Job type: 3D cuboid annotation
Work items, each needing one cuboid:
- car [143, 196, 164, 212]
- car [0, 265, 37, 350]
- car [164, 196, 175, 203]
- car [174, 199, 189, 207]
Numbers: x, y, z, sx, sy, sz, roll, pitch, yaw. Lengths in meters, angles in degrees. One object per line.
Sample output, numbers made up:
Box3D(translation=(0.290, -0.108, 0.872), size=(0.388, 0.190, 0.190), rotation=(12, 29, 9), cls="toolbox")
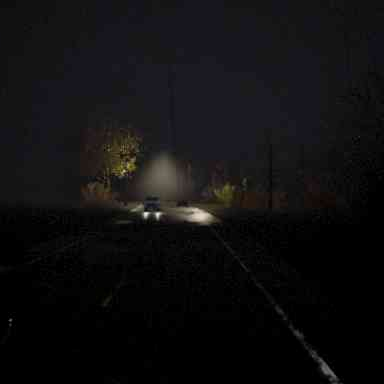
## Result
Box3D(translation=(-5.321, 1.577, 45.177), size=(2.150, 2.045, 5.566), rotation=(0, 0, -4), cls="car")
Box3D(translation=(-3.630, 1.584, 3.514), size=(2.033, 1.411, 5.357), rotation=(0, -1, 0), cls="car")
Box3D(translation=(-4.980, 1.926, 78.382), size=(1.812, 1.442, 4.674), rotation=(0, 0, -7), cls="car")
Box3D(translation=(-1.721, 1.969, 59.907), size=(1.812, 1.442, 4.674), rotation=(0, 0, -6), cls="car")
